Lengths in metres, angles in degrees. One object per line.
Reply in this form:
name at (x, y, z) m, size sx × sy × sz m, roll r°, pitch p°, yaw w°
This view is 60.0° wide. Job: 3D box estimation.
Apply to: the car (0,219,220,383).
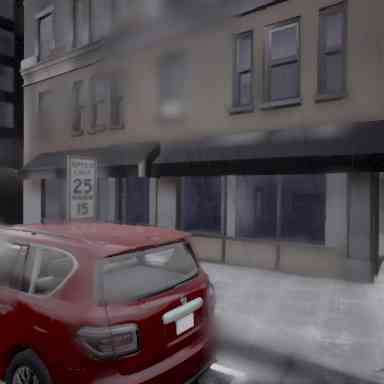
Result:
car at (-2.007, 1.313, 4.498) m, size 5.009 × 1.841 × 2.192 m, roll 0°, pitch 1°, yaw 36°
